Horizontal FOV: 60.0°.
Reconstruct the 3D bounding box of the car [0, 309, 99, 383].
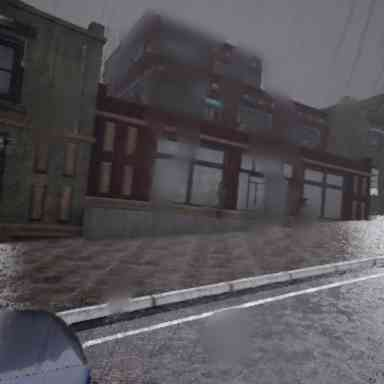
[{"bbox_3d":[-3.191,1.517,1.652,5.357,1.411,2.033,1,0,-36],"label":"car"}]
